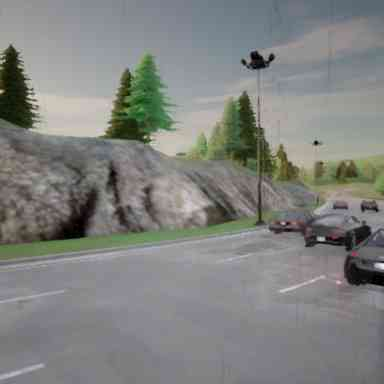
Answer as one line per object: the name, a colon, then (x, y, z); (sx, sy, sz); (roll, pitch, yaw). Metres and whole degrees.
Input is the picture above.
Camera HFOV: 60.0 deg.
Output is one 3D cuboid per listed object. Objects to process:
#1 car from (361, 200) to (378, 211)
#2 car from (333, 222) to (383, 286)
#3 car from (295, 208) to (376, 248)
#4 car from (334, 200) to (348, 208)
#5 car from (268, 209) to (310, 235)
car: (23.771, 1.767, 44.623); (2.128, 1.511, 4.902); (-1, -1, 25)
car: (5.664, 1.611, 8.736); (4.181, 1.385, 1.994); (0, -1, -44)
car: (6.425, 1.637, 14.537); (1.812, 1.442, 4.674); (-1, 0, 40)
car: (22.896, 1.934, 51.088); (1.994, 1.385, 4.181); (-1, -1, 25)
car: (6.296, 1.725, 19.613); (2.033, 1.411, 5.357); (-1, -1, 36)
